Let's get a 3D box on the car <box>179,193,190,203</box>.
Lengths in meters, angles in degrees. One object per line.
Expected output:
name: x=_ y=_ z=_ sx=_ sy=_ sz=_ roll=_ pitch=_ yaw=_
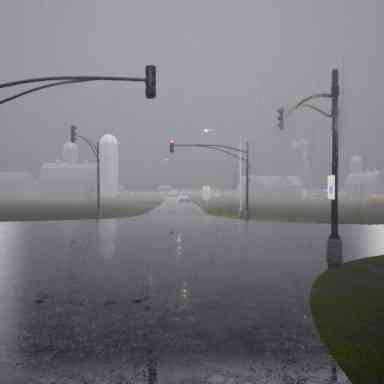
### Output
car: x=-1.524 y=1.553 z=69.974 sx=1.812 sy=1.442 sz=4.674 roll=0 pitch=0 yaw=-3

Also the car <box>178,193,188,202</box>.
car: x=-2.110 y=1.189 z=80.009 sx=2.150 sy=2.045 sz=5.566 roll=0 pitch=0 yaw=-4
